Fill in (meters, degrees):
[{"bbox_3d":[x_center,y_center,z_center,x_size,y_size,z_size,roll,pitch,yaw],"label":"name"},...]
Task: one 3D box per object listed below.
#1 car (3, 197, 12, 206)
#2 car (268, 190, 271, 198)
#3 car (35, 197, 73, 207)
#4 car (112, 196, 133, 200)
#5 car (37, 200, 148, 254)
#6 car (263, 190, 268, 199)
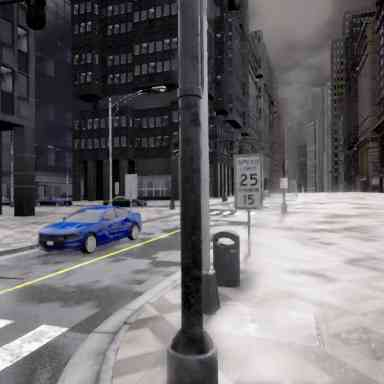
[{"bbox_3d":[-27.449,1.318,46.832,4.181,1.385,1.994,0,0,20],"label":"car"},{"bbox_3d":[14.961,0.387,67.634,2.128,1.511,4.902,-1,1,19],"label":"car"},{"bbox_3d":[-16.672,1.236,39.763,4.718,1.301,1.895,-1,0,19],"label":"car"},{"bbox_3d":[-7.273,1.145,36.526,4.718,1.301,1.895,-1,0,19],"label":"car"},{"bbox_3d":[-3.766,1.322,13.079,1.882,1.535,5.008,-1,1,19],"label":"car"},{"bbox_3d":[11.267,0.619,57.059,1.994,1.385,4.181,-1,1,19],"label":"car"}]
